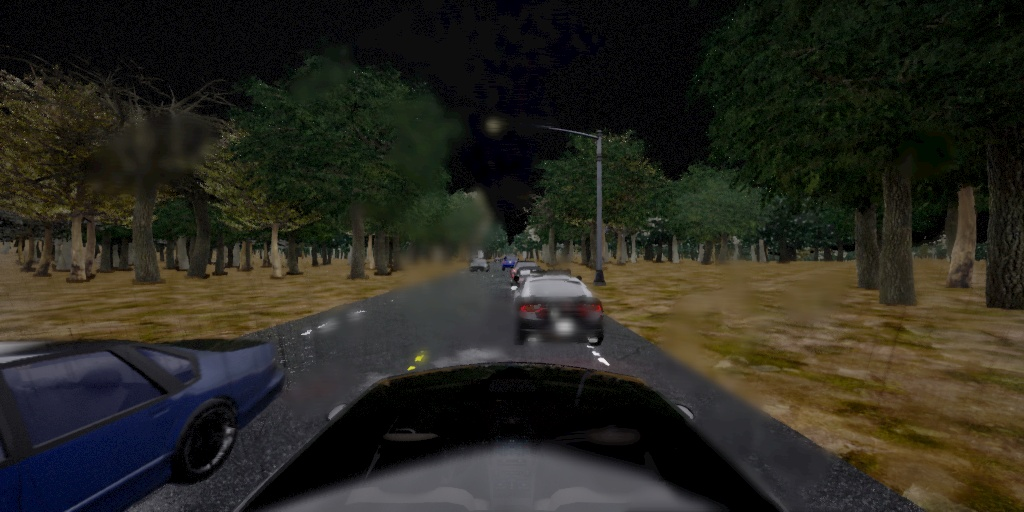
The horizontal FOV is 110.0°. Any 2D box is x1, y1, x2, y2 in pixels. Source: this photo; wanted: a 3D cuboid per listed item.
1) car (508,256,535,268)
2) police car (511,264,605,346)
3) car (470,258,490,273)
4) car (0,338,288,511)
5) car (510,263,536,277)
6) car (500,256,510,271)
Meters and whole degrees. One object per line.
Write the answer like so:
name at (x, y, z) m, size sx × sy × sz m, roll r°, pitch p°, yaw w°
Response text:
car at (0.934, 1.101, 25.439) m, size 2.097 × 1.767 × 4.553 m, roll 0°, pitch 0°, yaw 0°
police car at (1.013, 1.178, 9.575) m, size 1.930 × 1.638 × 5.238 m, roll 0°, pitch 0°, yaw 0°
car at (-3.802, 1.089, 43.142) m, size 2.097 × 1.767 × 4.553 m, roll 0°, pitch 0°, yaw 0°
car at (-3.598, 1.297, 1.909) m, size 2.033 × 1.411 × 5.357 m, roll 0°, pitch 0°, yaw 0°
car at (0.965, 1.279, 19.468) m, size 1.812 × 1.442 × 4.674 m, roll 0°, pitch 0°, yaw 0°
car at (-0.206, 0.952, 49.465) m, size 2.150 × 2.045 × 5.566 m, roll 0°, pitch 0°, yaw 0°
